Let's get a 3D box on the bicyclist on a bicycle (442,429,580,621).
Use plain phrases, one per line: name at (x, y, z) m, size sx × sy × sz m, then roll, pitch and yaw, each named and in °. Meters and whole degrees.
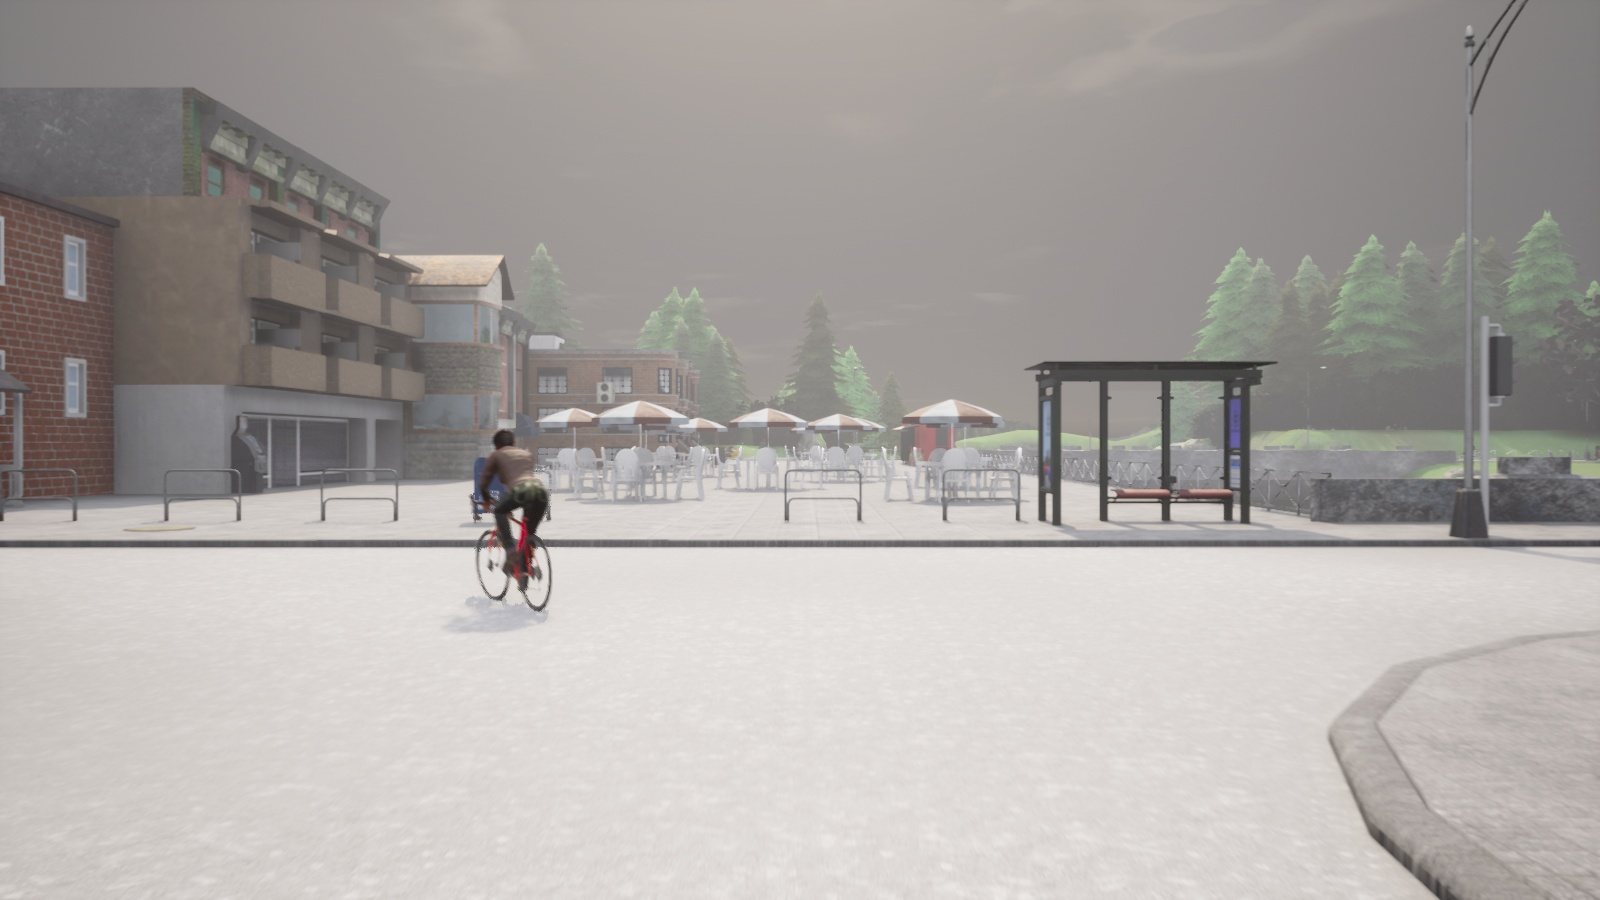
bicyclist on a bicycle at (-2.672, 0.632, 11.495) m, size 0.582 × 1.620 × 1.656 m, roll -2°, pitch 1°, yaw -36°
